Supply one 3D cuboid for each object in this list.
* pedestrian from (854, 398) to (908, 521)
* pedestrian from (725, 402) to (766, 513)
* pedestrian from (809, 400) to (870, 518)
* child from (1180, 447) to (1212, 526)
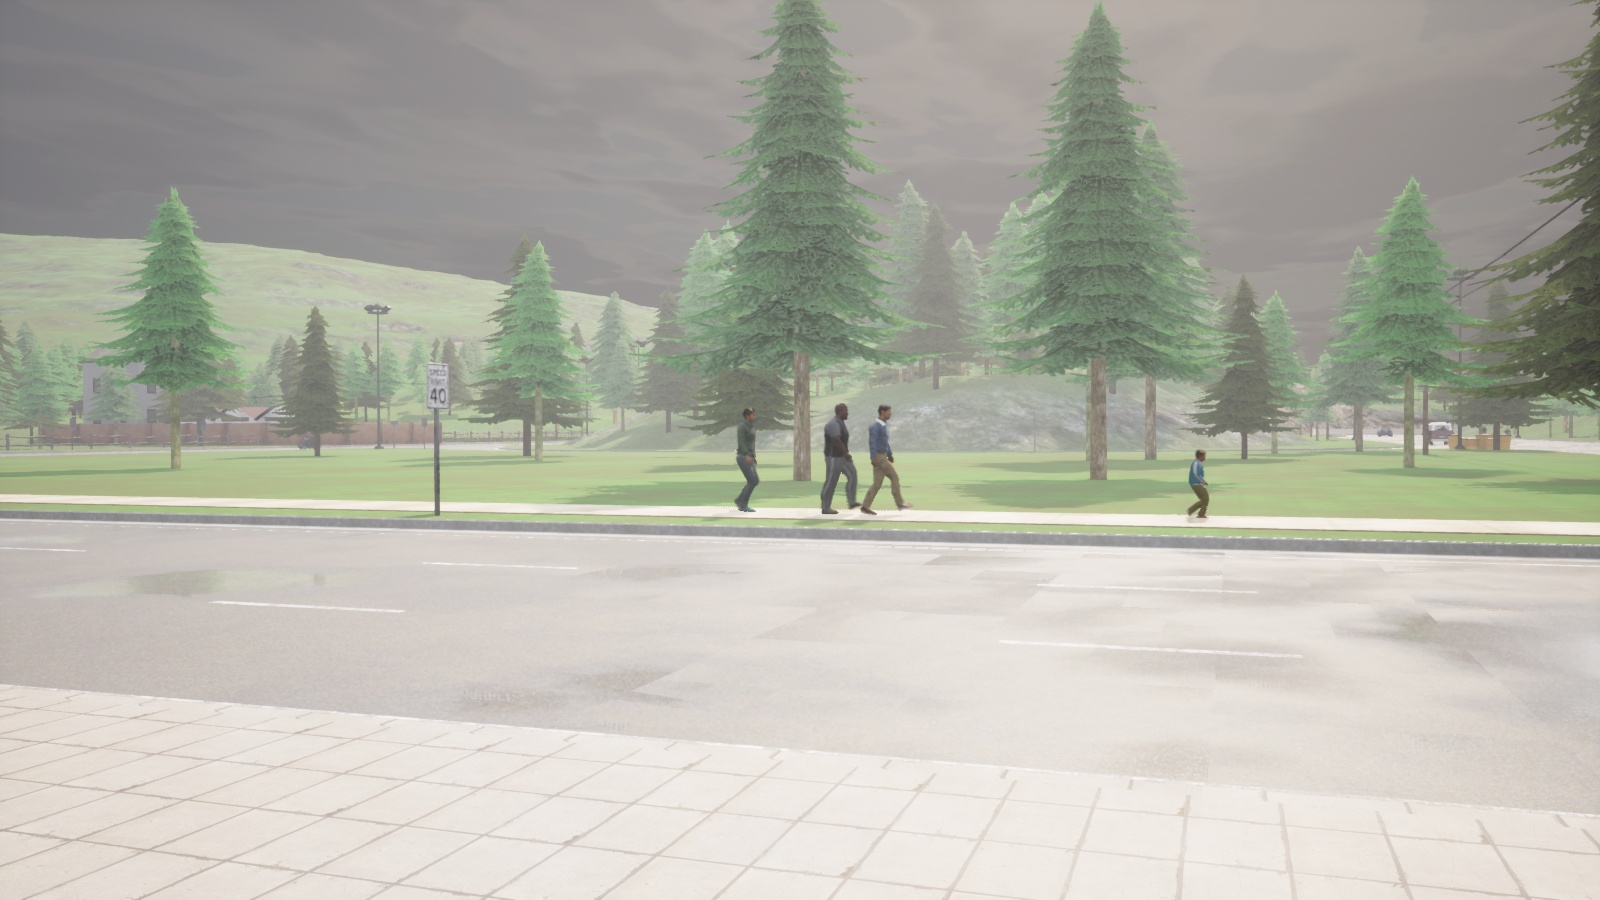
[{"bbox_3d":[1.311,0.145,20.291,0.788,1.949,0.423,1,1,18],"label":"pedestrian"},{"bbox_3d":[-0.915,0.122,21.219,0.614,1.847,0.353,0,1,15],"label":"pedestrian"},{"bbox_3d":[0.650,0.140,20.454,0.849,1.883,0.563,1,1,19],"label":"pedestrian"},{"bbox_3d":[6.140,0.557,19.457,0.448,1.192,0.343,1,1,20],"label":"child"}]
